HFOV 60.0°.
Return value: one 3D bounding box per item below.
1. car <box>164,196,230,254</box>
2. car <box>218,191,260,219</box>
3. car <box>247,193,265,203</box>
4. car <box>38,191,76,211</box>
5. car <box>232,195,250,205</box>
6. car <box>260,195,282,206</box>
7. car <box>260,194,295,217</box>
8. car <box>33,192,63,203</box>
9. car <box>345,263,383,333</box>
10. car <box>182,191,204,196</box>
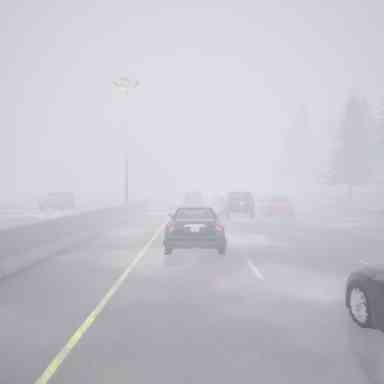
[{"bbox_3d":[0.099,1.228,13.065,2.097,1.767,4.553,0,1,0],"label":"car"},{"bbox_3d":[3.595,0.964,26.622,2.150,2.045,5.566,0,0,0],"label":"car"},{"bbox_3d":[10.491,0.974,54.919,2.128,1.511,4.902,0,1,0],"label":"car"},{"bbox_3d":[-14.078,0.892,35.081,2.150,2.045,5.566,0,0,0],"label":"car"},{"bbox_3d":[7.017,1.113,47.785,1.994,1.385,4.181,0,1,1],"label":"car"},{"bbox_3d":[10.491,1.103,44.689,1.812,1.442,4.674,0,1,0],"label":"car"},{"bbox_3d":[7.095,1.085,28.265,2.097,1.767,4.553,0,1,0],"label":"car"},{"bbox_3d":[-21.010,0.794,48.850,2.033,1.411,5.357,0,1,0],"label":"car"},{"bbox_3d":[3.600,1.464,3.925,1.837,1.490,4.892,0,0,0],"label":"car"},{"bbox_3d":[0.094,0.874,36.653,2.150,2.045,5.566,0,0,0],"label":"car"}]
